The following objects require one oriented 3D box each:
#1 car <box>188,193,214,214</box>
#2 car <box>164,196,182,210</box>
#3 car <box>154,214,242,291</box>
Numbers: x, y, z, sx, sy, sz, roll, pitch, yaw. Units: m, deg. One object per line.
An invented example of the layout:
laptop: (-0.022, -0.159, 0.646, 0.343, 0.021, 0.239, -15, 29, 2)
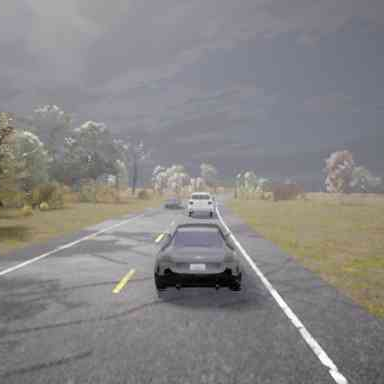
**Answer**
car: (0.852, 1.093, 30.880, 2.150, 2.045, 5.566, 0, 0, 3)
car: (-2.301, 1.333, 40.896, 1.837, 1.490, 4.892, 0, 0, 4)
car: (0.165, 1.529, 8.984, 1.994, 1.385, 4.181, 0, 0, 1)
